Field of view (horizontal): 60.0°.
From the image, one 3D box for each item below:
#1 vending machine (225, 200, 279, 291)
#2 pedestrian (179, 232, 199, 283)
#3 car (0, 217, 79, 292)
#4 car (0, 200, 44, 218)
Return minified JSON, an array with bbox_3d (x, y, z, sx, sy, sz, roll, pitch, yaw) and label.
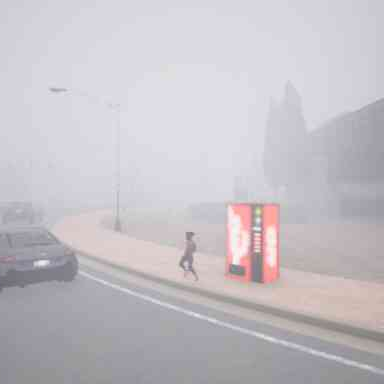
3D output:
[{"bbox_3d":[1.527,1.266,8.452,0.880,2.100,1.100,0,-1,43],"label":"vending machine"},{"bbox_3d":[-0.057,1.203,7.864,0.375,1.860,0.375,0,-1,44],"label":"pedestrian"},{"bbox_3d":[-4.759,1.611,9.156,1.994,1.385,4.181,1,0,-41],"label":"car"},{"bbox_3d":[-13.022,1.481,26.025,2.097,1.767,4.553,0,0,-14],"label":"car"}]
